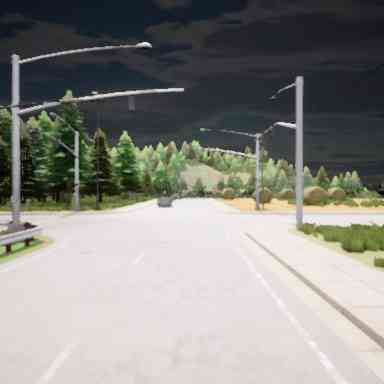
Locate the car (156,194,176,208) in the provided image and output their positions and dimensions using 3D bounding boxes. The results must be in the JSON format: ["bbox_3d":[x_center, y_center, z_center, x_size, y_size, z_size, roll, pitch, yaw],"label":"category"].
[{"bbox_3d":[-3.493,1.372,43.647,1.837,1.490,4.892,0,2,0],"label":"car"}]

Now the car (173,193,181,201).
[{"bbox_3d":[-3.489,1.003,72.734,2.097,1.767,4.553,0,0,0],"label":"car"}]
